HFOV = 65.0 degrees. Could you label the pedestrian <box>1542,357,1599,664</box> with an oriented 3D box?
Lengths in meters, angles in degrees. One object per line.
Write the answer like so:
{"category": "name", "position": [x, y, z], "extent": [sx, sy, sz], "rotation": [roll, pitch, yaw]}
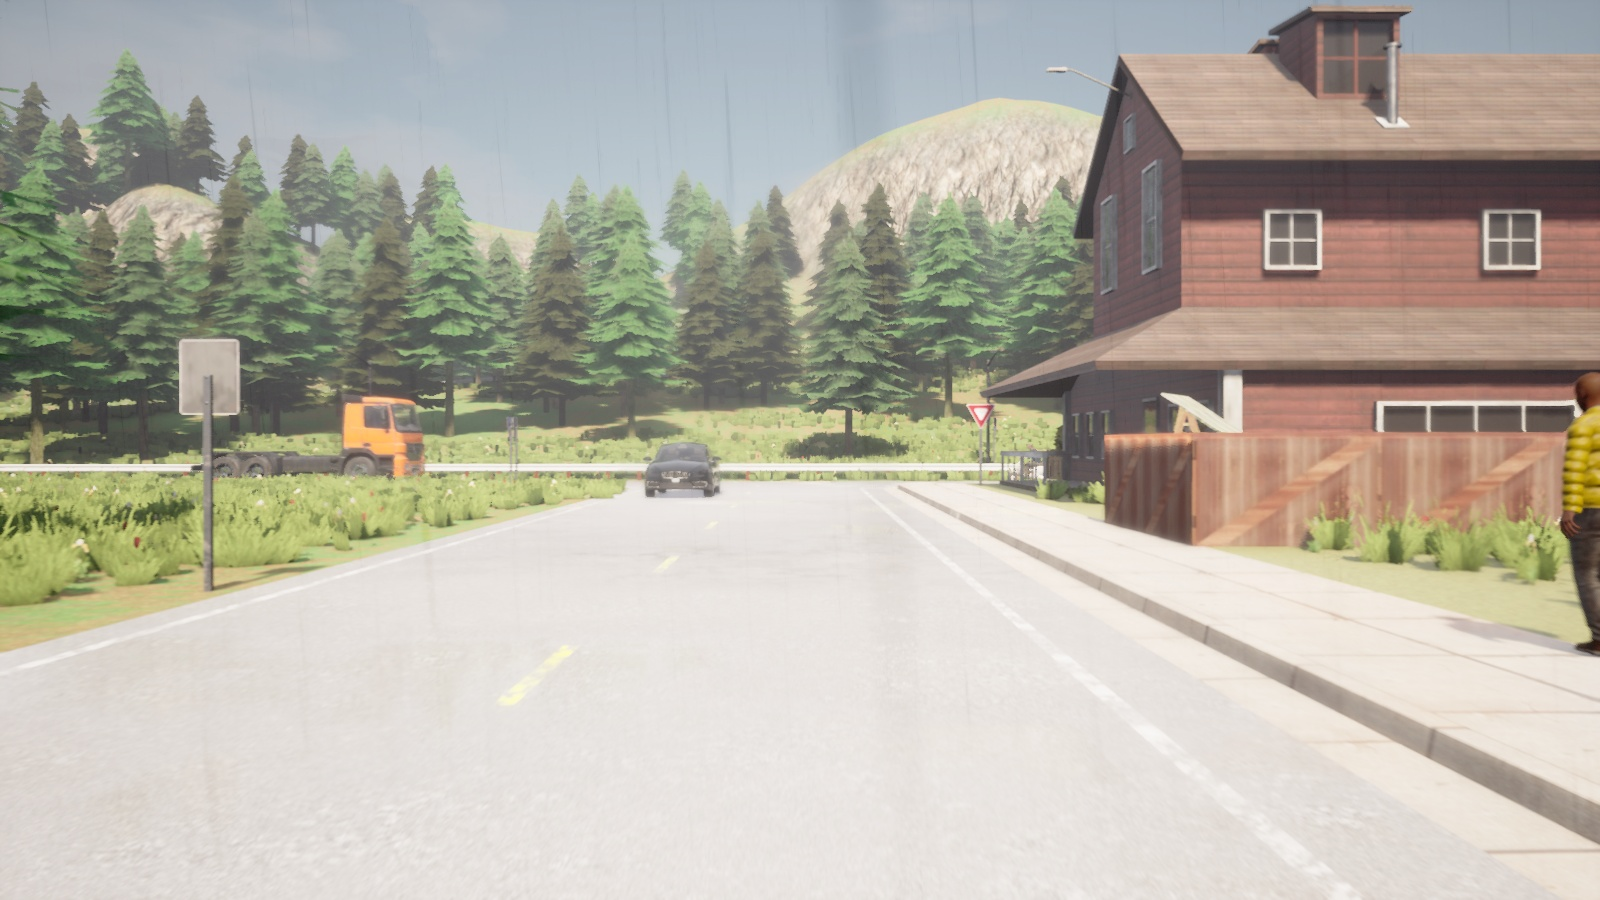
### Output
{"category": "pedestrian", "position": [4.977, 0.362, 7.748], "extent": [0.370, 1.835, 0.726], "rotation": [0, 0, 1]}

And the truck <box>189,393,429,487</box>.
{"category": "truck", "position": [-18.437, -0.378, 47.484], "extent": [7.936, 3.462, 2.891], "rotation": [0, 0, 0]}

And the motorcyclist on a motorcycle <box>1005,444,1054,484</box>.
{"category": "motorcyclist on a motorcycle", "position": [9.292, 0.561, 50.875], "extent": [1.817, 1.590, 0.866], "rotation": [0, 0, 0]}

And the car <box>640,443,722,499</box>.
{"category": "car", "position": [-3.306, 0.548, 35.698], "extent": [1.837, 1.490, 4.892], "rotation": [0, 0, 0]}
